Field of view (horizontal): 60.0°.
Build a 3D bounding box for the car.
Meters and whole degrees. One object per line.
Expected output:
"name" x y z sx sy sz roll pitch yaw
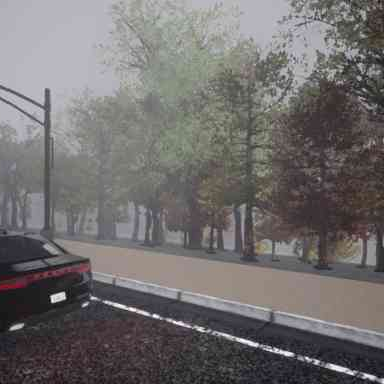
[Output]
"car" -4.086 1.477 6.570 5.008 1.535 1.882 0 0 35
